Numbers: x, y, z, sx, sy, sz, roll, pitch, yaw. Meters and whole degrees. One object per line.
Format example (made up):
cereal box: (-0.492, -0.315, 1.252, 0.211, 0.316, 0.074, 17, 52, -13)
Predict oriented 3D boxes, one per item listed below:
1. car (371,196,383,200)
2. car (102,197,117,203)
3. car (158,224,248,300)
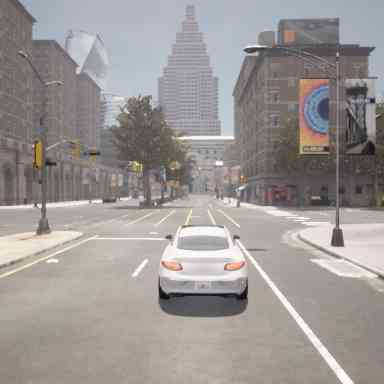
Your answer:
car: (36.007, 1.481, 67.556, 2.231, 1.521, 4.892, 0, 0, 1)
car: (-16.705, 1.595, 67.376, 1.895, 1.301, 4.718, 0, 0, 1)
car: (0.266, 1.526, 8.303, 1.812, 1.442, 4.674, 0, 0, 2)
